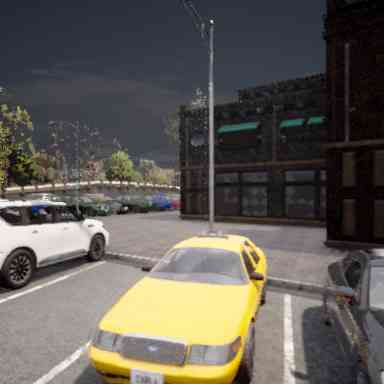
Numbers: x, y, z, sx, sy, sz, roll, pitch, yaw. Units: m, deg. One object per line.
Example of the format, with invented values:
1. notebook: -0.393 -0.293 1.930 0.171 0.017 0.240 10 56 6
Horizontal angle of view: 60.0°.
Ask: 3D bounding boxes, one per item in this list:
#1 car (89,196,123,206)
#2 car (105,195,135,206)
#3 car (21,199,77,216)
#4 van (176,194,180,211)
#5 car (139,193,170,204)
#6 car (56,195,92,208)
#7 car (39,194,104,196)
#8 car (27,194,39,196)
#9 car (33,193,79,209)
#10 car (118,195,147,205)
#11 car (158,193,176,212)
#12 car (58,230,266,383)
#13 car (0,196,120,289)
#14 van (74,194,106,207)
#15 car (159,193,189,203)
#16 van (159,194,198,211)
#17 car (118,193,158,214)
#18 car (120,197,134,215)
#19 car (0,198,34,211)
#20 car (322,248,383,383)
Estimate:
1. car: -13.921 1.514 53.853 4.892 1.521 2.231 -1 -1 14
2. car: -12.193 1.388 56.331 4.553 1.767 2.185 -1 0 14
3. car: -14.294 1.492 33.520 1.882 1.535 5.008 0 0 34
4. van: -3.319 1.279 39.070 4.442 1.987 1.878 1 0 14
5. car: -7.174 1.265 63.868 5.566 2.045 2.435 -1 0 14
6. car: -17.334 1.386 48.857 4.553 1.767 2.185 -1 -1 14
7. car: -10.037 1.247 29.295 5.566 2.045 2.435 1 0 14
8. car: -20.720 1.257 43.833 5.566 2.045 2.435 -1 0 14
9. car: -18.971 1.258 46.345 5.566 2.045 2.435 -1 -1 14
10. car: -10.502 1.389 58.844 4.553 1.767 2.185 -1 0 14
11. car: -5.118 1.251 36.645 5.566 2.045 2.435 1 1 14
12. car: 0.289 1.480 5.754 1.946 1.575 5.366 1 -1 15
13. car: -4.559 1.236 9.449 2.435 2.045 5.566 0 -1 15
14. van: -15.726 1.288 51.371 4.442 1.987 1.878 -1 0 14
15. car: -3.728 1.265 68.856 5.566 2.045 2.435 -1 -1 14
16. van: -1.660 1.280 41.521 4.442 1.987 1.878 1 0 14
17. car: -6.778 1.249 34.194 5.566 2.045 2.435 1 1 14
18. car: -8.436 1.529 31.734 4.792 1.488 2.163 1 1 14
19. car: -22.410 1.537 41.325 4.792 1.488 2.163 -1 0 14
20. car: 2.789 1.525 4.193 2.002 1.452 4.674 1 -1 15
